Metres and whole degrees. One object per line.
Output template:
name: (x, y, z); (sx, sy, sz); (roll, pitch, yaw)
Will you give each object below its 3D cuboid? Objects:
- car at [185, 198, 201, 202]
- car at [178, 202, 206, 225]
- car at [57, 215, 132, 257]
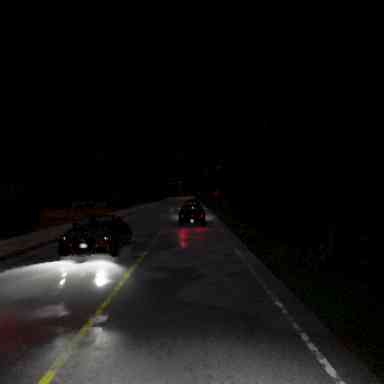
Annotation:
car: (0.074, 1.583, 42.192); (1.837, 1.490, 4.892); (0, 0, 0)
car: (0.022, 1.647, 24.642); (1.895, 1.301, 4.718); (0, 0, 0)
car: (-3.592, 1.589, 12.966); (1.994, 1.385, 4.181); (0, 0, 0)
